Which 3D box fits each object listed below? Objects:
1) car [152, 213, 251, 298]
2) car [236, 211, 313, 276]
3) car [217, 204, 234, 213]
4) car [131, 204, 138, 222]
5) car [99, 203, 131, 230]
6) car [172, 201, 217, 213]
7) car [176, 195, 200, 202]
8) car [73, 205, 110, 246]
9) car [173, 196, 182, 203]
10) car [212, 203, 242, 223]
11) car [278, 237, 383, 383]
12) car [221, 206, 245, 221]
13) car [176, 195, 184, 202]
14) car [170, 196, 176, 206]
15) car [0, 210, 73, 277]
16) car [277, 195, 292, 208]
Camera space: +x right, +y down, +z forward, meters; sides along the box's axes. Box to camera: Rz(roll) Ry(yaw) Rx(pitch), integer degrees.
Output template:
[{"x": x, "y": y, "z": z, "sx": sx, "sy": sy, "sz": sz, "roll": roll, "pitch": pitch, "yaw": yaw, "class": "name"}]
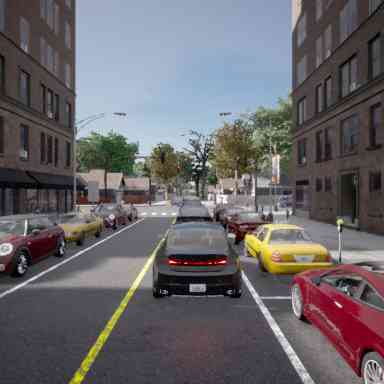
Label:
[{"x": 0.108, "y": 1.507, "z": 8.495, "sx": 1.837, "sy": 1.490, "sz": 4.892, "roll": 0, "pitch": 0, "yaw": 0, "class": "car"}, {"x": 2.643, "y": 1.528, "z": 10.146, "sx": 1.752, "sy": 1.417, "sz": 4.829, "roll": 0, "pitch": 0, "yaw": 0, "class": "car"}, {"x": 2.653, "y": 1.590, "z": 21.012, "sx": 1.802, "sy": 1.307, "sz": 4.206, "roll": 0, "pitch": 0, "yaw": 0, "class": "car"}, {"x": -5.368, "y": 1.593, "z": 26.536, "sx": 1.802, "sy": 1.307, "sz": 4.206, "roll": 0, "pitch": 0, "yaw": 0, "class": "car"}, {"x": -5.373, "y": 1.448, "z": 21.017, "sx": 1.967, "sy": 1.590, "sz": 4.097, "roll": 0, "pitch": 0, "yaw": 0, "class": "car"}, {"x": 0.113, "y": 1.484, "z": 17.979, "sx": 1.882, "sy": 1.535, "sz": 5.008, "roll": 0, "pitch": 0, "yaw": 0, "class": "car"}, {"x": 0.022, "y": 1.364, "z": 27.034, "sx": 2.097, "sy": 1.767, "sz": 4.553, "roll": 0, "pitch": 0, "yaw": 0, "class": "car"}, {"x": -5.378, "y": 1.530, "z": 15.328, "sx": 1.752, "sy": 1.417, "sz": 4.829, "roll": 0, "pitch": 0, "yaw": 0, "class": "car"}, {"x": -2.976, "y": 1.590, "z": 69.462, "sx": 1.812, "sy": 1.442, "sz": 4.674, "roll": 0, "pitch": 0, "yaw": 0, "class": "car"}, {"x": 2.658, "y": 1.577, "z": 26.531, "sx": 1.947, "sy": 1.339, "sz": 4.313, "roll": 0, "pitch": 0, "yaw": 0, "class": "car"}, {"x": 2.638, "y": 1.582, "z": 4.457, "sx": 1.802, "sy": 1.307, "sz": 4.206, "roll": 0, "pitch": 0, "yaw": 0, "class": "car"}, {"x": 2.648, "y": 1.550, "z": 15.494, "sx": 1.887, "sy": 1.381, "sz": 4.507, "roll": 0, "pitch": 0, "yaw": 0, "class": "car"}, {"x": -2.999, "y": 1.589, "z": 82.837, "sx": 1.837, "sy": 1.490, "sz": 4.892, "roll": 0, "pitch": 0, "yaw": 0, "class": "car"}, {"x": -2.342, "y": 1.562, "z": 52.934, "sx": 1.812, "sy": 1.442, "sz": 4.674, "roll": 0, "pitch": 0, "yaw": -10, "class": "car"}, {"x": -5.382, "y": 1.442, "z": 9.980, "sx": 1.967, "sy": 1.590, "sz": 4.097, "roll": 0, "pitch": 0, "yaw": 0, "class": "car"}, {"x": 14.292, "y": 1.455, "z": 46.245, "sx": 4.674, "sy": 1.442, "sz": 1.812, "roll": 0, "pitch": 0, "yaw": -2, "class": "car"}]
